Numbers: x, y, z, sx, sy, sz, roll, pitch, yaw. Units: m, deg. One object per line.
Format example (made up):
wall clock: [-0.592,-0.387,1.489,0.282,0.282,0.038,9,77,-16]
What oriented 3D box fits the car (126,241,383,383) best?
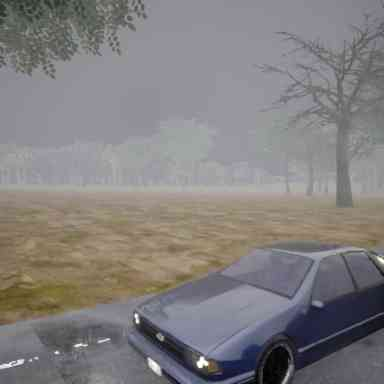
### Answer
car: [1.745,1.539,5.247,5.357,1.411,2.033,0,0,-36]
